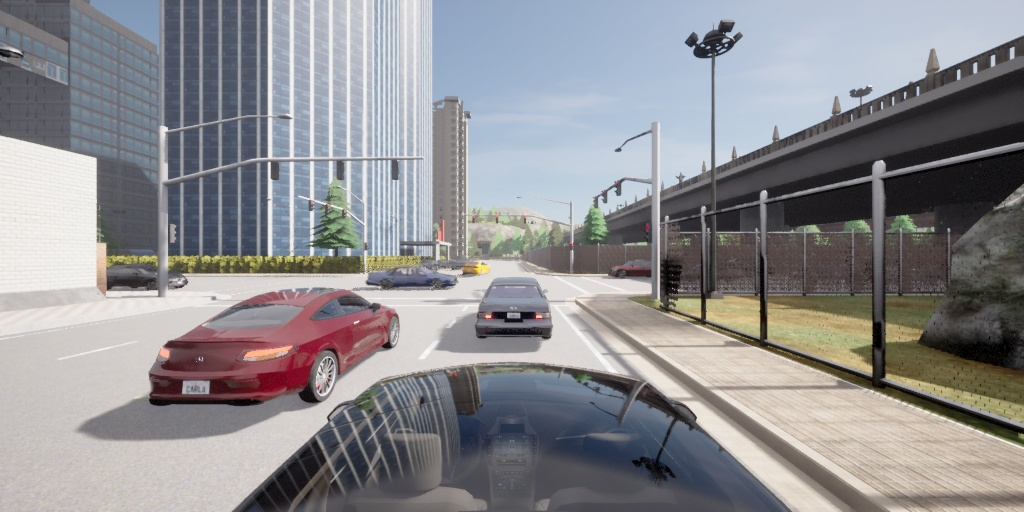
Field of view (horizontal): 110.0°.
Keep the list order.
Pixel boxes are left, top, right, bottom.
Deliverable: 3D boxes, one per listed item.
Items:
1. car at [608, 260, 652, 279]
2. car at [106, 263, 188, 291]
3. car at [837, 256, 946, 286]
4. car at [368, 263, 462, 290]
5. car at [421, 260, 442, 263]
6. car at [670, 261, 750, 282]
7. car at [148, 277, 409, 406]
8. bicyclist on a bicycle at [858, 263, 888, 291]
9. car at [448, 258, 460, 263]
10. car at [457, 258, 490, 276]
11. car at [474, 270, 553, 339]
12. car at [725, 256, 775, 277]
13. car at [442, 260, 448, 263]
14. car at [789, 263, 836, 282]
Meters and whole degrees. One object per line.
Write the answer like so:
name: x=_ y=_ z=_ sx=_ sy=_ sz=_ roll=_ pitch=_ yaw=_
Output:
car: x=11.196 y=1.157 z=32.746 sx=4.553 sy=1.767 sz=2.097 roll=0 pitch=0 yaw=2
car: x=-22.584 y=1.332 z=21.858 sx=4.674 sy=1.442 sz=1.812 roll=0 pitch=0 yaw=0
car: x=27.002 y=1.027 z=25.551 sx=5.566 sy=2.045 sz=2.150 roll=0 pitch=0 yaw=0
car: x=-6.043 y=1.322 z=21.910 sx=5.357 sy=1.411 sz=2.033 roll=0 pitch=0 yaw=0
car: x=-10.685 y=1.255 z=45.791 sx=1.837 sy=1.490 sz=4.892 roll=0 pitch=0 yaw=0
car: x=15.835 y=1.353 z=29.203 sx=5.357 sy=1.411 sz=2.033 roll=0 pitch=0 yaw=0
car: x=-3.450 y=1.276 z=6.231 sx=1.812 sy=1.442 sz=4.674 roll=0 pitch=0 yaw=0
bicyclist on a bicycle: x=18.264 y=1.106 z=18.231 sx=0.582 sy=1.620 sz=1.656 roll=0 pitch=0 yaw=0
car: x=-7.186 y=1.314 z=49.565 sx=1.994 sy=1.385 sz=4.181 roll=0 pitch=0 yaw=0
car: x=-3.745 y=1.247 z=37.773 sx=1.882 sy=1.535 sz=5.008 roll=1 pitch=1 yaw=11
car: x=0.078 y=1.297 z=10.052 sx=2.033 sy=1.411 sz=5.357 roll=0 pitch=0 yaw=1
car: x=20.773 y=1.027 z=32.724 sx=5.566 sy=2.045 sz=2.150 roll=0 pitch=0 yaw=0
car: x=-10.700 y=1.276 z=55.030 sx=1.812 sy=1.442 sz=4.674 roll=0 pitch=0 yaw=0
car: x=25.409 y=1.297 z=29.241 sx=4.902 sy=1.511 sz=2.128 roll=0 pitch=0 yaw=0
